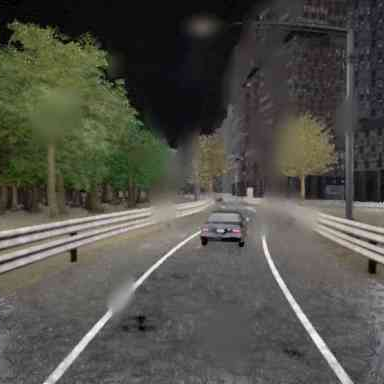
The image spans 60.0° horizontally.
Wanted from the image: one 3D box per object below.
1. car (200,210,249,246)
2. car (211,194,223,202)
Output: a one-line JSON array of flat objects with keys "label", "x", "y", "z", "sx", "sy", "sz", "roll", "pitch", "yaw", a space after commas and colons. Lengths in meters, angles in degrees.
[{"label": "car", "x": 1.596, "y": 1.554, "z": 15.398, "sx": 2.033, "sy": 1.411, "sz": 5.357, "roll": 0, "pitch": 0, "yaw": 11}, {"label": "car", "x": 5.460, "y": 1.300, "z": 74.988, "sx": 2.097, "sy": 1.767, "sz": 4.553, "roll": 0, "pitch": 0, "yaw": -8}]
